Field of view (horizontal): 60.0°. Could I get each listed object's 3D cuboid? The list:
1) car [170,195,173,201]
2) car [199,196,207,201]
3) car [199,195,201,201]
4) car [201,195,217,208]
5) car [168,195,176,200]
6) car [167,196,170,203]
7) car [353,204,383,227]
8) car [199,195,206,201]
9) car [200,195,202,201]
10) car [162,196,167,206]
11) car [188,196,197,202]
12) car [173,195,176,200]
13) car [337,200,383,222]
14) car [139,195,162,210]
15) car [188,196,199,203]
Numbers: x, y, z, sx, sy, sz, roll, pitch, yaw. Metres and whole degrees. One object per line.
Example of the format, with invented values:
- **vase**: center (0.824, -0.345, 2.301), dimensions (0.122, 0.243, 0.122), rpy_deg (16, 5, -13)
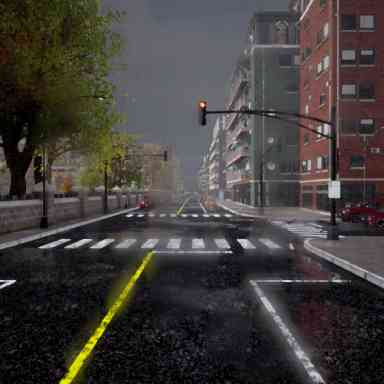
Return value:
- **car**: center (-5.610, 1.613, 71.553), dimensions (1.802, 1.307, 4.206), rpy_deg (0, 0, 0)
- **car**: center (2.783, 1.586, 82.615), dimensions (1.887, 1.381, 4.507), rpy_deg (0, 0, 0)
- **car**: center (2.758, 1.572, 60.475), dimensions (2.008, 1.369, 4.403), rpy_deg (0, 0, 0)
- **car**: center (2.746, 1.538, 49.574), dimensions (1.752, 1.417, 4.829), rpy_deg (0, 0, 0)
- **car**: center (-5.585, 1.579, 93.524), dimensions (1.752, 1.417, 4.829), rpy_deg (0, 0, 0)
- **car**: center (-5.623, 1.566, 60.483), dimensions (1.887, 1.381, 4.507), rpy_deg (0, 0, 0)
- **car**: center (14.693, 1.851, 24.677), dimensions (4.181, 1.385, 1.994), rpy_deg (1, 0, 0)
- **car**: center (2.789, 1.592, 88.150), dimensions (1.887, 1.381, 4.507), rpy_deg (0, 0, 0)
- **car**: center (2.752, 1.562, 54.939), dimensions (1.887, 1.381, 4.507), rpy_deg (0, 0, 0)
- **car**: center (-5.629, 1.457, 54.948), dimensions (1.967, 1.590, 4.097), rpy_deg (0, 0, 0)
- **car**: center (0.094, 1.591, 79.593), dimensions (1.994, 1.385, 4.181), rpy_deg (0, 0, 0)
- **car**: center (-5.597, 1.623, 82.624), dimensions (1.802, 1.307, 4.206), rpy_deg (0, 0, 0)
- **car**: center (14.648, 1.591, 27.282), dimensions (5.009, 1.841, 2.192), rpy_deg (1, -1, 0)
- **car**: center (-5.642, 1.324, 43.878), dimensions (2.192, 1.841, 5.009), rpy_deg (0, 0, 0)
- **car**: center (0.084, 1.576, 69.182), dimensions (2.033, 1.411, 5.357), rpy_deg (0, 0, 0)
